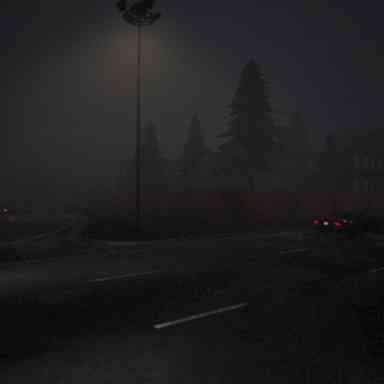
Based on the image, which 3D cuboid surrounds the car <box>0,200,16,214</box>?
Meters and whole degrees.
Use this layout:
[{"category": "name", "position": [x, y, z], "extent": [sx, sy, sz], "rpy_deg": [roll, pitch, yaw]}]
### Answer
[{"category": "car", "position": [-19.833, 1.562, 34.669], "extent": [1.812, 1.442, 4.674], "rpy_deg": [1, 0, -38]}]

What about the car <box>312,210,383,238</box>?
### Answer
[{"category": "car", "position": [9.013, 1.711, 18.770], "extent": [5.357, 1.411, 2.033], "rpy_deg": [1, 0, -35]}]
